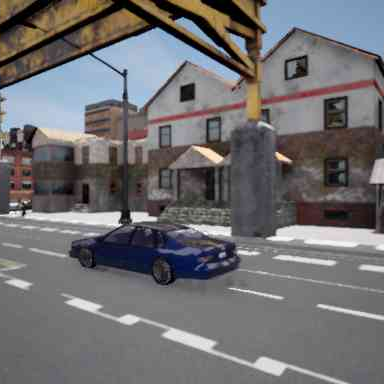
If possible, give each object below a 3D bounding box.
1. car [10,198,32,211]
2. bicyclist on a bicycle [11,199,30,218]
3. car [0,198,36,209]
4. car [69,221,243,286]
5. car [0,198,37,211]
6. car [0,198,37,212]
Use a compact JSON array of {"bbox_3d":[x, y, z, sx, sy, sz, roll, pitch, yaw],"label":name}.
[{"bbox_3d":[-21.218,1.415,39.660,4.536,1.218,1.853,0,0,-23],"label":"car"},{"bbox_3d":[-14.763,1.389,28.713,0.582,1.620,1.656,0,0,37],"label":"bicyclist on a bicycle"},{"bbox_3d":[-22.472,1.424,43.219,1.853,1.218,4.536,0,0,7],"label":"car"},{"bbox_3d":[-1.261,1.567,9.497,5.357,1.411,2.033,0,0,37],"label":"car"},{"bbox_3d":[-22.478,1.582,43.167,2.038,1.542,4.974,0,0,7],"label":"car"},{"bbox_3d":[-21.265,1.573,39.639,4.974,1.542,2.038,0,0,-23],"label":"car"}]
